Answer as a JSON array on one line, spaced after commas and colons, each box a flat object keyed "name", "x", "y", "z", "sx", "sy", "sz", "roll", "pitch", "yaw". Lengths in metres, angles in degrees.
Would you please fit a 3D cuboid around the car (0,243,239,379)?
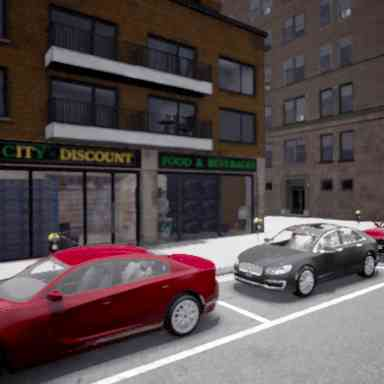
[{"name": "car", "x": -1.634, "y": 1.534, "z": 5.025, "sx": 4.507, "sy": 1.381, "sz": 1.887, "roll": 0, "pitch": 0, "yaw": -36}]

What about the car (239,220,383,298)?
[{"name": "car", "x": 2.989, "y": 1.500, "z": 8.329, "sx": 4.403, "sy": 1.369, "sz": 2.008, "roll": 0, "pitch": 0, "yaw": -36}]
